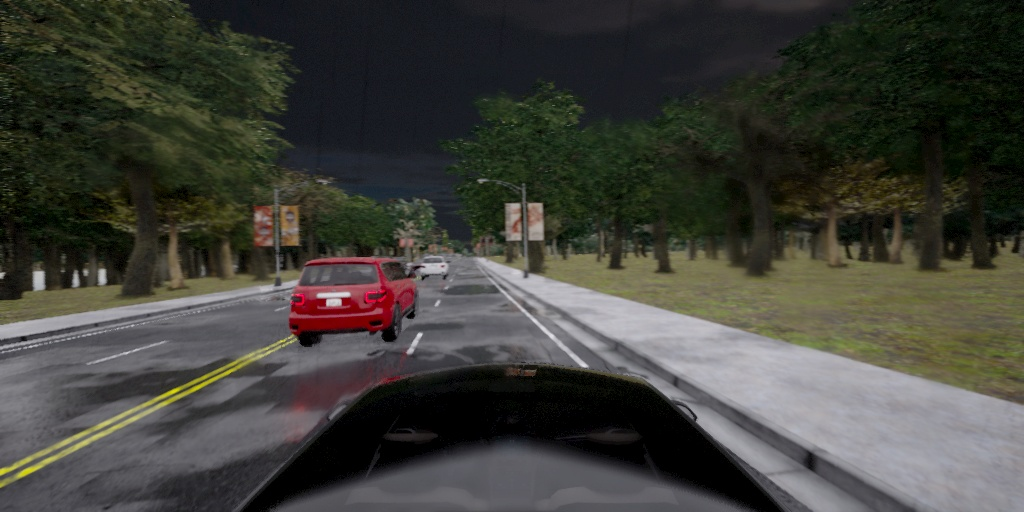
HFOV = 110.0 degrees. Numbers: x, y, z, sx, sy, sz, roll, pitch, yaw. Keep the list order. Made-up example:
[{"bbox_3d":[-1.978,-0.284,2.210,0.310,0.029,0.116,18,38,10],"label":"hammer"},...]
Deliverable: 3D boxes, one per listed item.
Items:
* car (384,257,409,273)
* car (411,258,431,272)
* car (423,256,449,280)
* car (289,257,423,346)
[{"bbox_3d":[-15.671,1.139,48.931,2.150,2.045,5.566,-2,0,-7],"label":"car"},{"bbox_3d":[-12.421,1.189,49.143,2.097,1.767,4.553,-2,1,-7],"label":"car"},{"bbox_3d":[-6.997,1.043,32.868,2.150,2.045,5.566,-2,0,-7],"label":"car"},{"bbox_3d":[-4.045,1.056,10.097,2.150,2.045,5.566,-2,0,-8],"label":"car"}]
